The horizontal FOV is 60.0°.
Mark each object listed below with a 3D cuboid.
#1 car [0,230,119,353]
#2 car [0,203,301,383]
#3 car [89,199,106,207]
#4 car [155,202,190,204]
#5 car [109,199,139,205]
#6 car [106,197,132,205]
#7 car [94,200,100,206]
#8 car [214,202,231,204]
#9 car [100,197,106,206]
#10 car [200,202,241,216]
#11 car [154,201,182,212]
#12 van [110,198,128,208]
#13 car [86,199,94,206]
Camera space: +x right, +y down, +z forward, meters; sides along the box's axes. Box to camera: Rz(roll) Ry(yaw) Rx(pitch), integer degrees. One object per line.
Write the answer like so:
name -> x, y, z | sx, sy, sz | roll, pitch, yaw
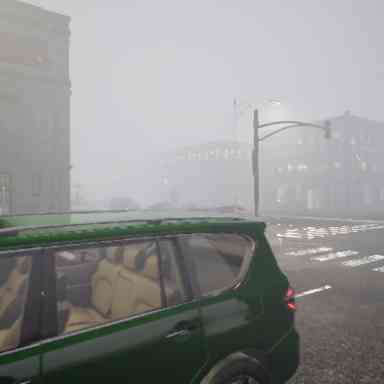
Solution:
car -> -3.667, 1.525, 5.046 | 4.674, 1.442, 1.812 | 0, 0, -36
car -> -1.503, 1.223, 2.613 | 5.566, 2.045, 2.150 | 0, 0, -36
car -> -19.441, 2.227, 68.094 | 1.887, 1.381, 4.507 | -1, 0, -36
car -> -2.733, 1.830, 34.752 | 2.128, 1.511, 4.902 | -1, 0, -36
car -> -6.961, 1.846, 36.196 | 1.967, 1.590, 4.097 | -1, 0, -36
car -> -8.778, 1.677, 43.245 | 2.150, 2.045, 5.566 | -1, 0, -35
car -> -16.230, 1.939, 63.589 | 2.192, 1.841, 5.009 | -1, 0, -36
car -> 3.314, 1.744, 26.293 | 1.812, 1.442, 4.674 | -1, 0, -35
car -> -12.644, 2.037, 54.137 | 2.128, 1.511, 4.902 | -1, 0, -36
car -> 3.076, 1.809, 36.564 | 2.008, 1.369, 4.403 | -2, 0, -36
car -> -3.356, 1.965, 45.572 | 1.802, 1.307, 4.206 | -2, 0, -36
van -> -13.012, 1.906, 59.085 | 1.690, 1.788, 3.998 | -1, 0, -36
car -> -19.256, 2.158, 63.395 | 2.128, 1.511, 4.902 | -1, 0, -36
